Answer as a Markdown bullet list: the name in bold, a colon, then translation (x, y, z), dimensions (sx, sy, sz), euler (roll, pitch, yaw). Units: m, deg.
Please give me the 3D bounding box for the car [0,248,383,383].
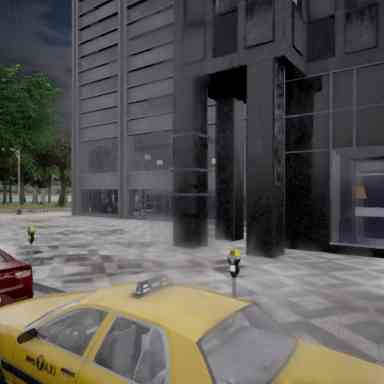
- **car**: translation (-0.591, 1.525, 3.384), dimensions (4.829, 1.417, 1.752), euler (0, 0, 36)
